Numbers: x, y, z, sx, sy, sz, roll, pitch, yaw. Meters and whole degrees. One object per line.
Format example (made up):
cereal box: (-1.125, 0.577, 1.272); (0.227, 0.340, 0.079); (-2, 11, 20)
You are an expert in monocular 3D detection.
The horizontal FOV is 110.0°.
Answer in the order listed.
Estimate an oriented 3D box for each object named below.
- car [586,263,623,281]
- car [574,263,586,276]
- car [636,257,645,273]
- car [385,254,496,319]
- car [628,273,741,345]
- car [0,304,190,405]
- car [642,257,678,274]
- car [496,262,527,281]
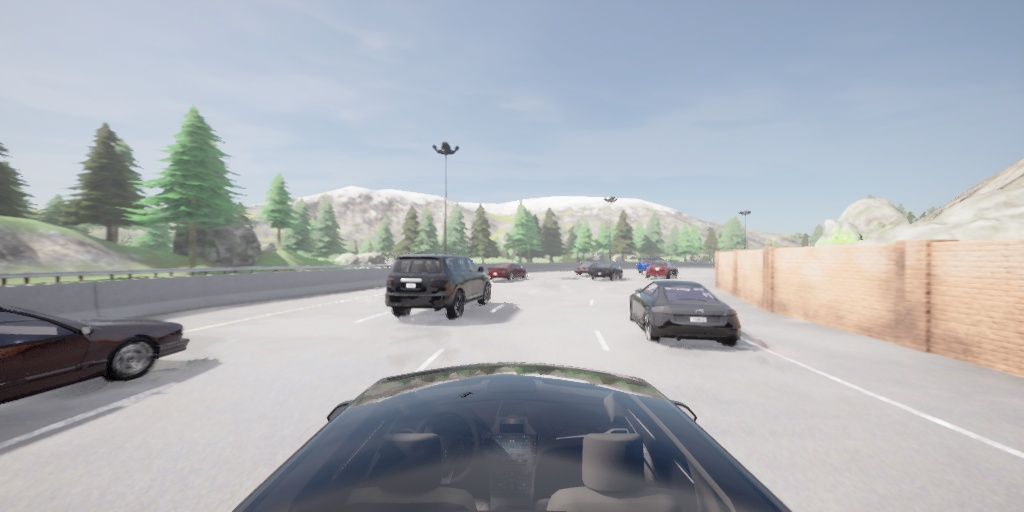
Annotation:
car: (8.613, 1.340, 32.377); (1.882, 1.535, 5.008); (0, 0, 30)
car: (8.775, 1.420, 39.253); (2.033, 1.411, 5.357); (0, 0, 38)
car: (17.446, 1.176, 44.222); (5.566, 2.045, 2.150); (0, 0, -44)
car: (-2.407, 0.965, 13.075); (2.150, 2.045, 5.566); (0, 0, 11)
car: (4.432, 1.362, 9.811); (1.994, 1.385, 4.181); (0, 0, 10)
car: (-6.895, 1.241, 4.022); (2.033, 1.411, 5.357); (0, 0, 3)
car: (14.518, 1.268, 34.568); (2.097, 1.767, 4.553); (1, 0, 35)
car: (-0.289, 1.261, 30.484); (1.882, 1.535, 5.008); (0, 0, 25)
